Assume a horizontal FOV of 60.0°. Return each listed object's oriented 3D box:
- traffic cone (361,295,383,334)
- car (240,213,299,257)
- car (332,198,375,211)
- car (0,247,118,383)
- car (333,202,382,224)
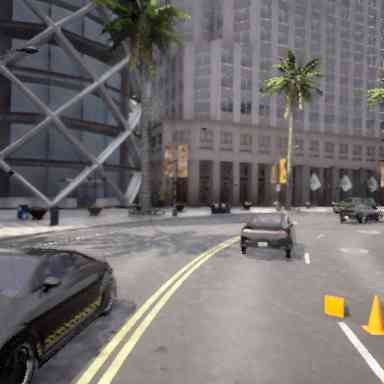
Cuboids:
[{"bbox_3d":[3.087,2.028,5.579,0.340,0.580,0.340,1,0,-2],"label":"traffic cone"},{"bbox_3d":[3.247,1.606,13.685,2.128,1.511,4.902,1,0,20],"label":"car"},{"bbox_3d":[19.338,1.675,39.503,5.566,2.045,2.150,1,0,-23],"label":"car"},{"bbox_3d":[-2.635,1.552,4.862,1.994,1.385,4.181,1,0,8],"label":"car"},{"bbox_3d":[14.447,1.849,28.437,4.892,1.490,1.837,1,-1,-38],"label":"car"}]
